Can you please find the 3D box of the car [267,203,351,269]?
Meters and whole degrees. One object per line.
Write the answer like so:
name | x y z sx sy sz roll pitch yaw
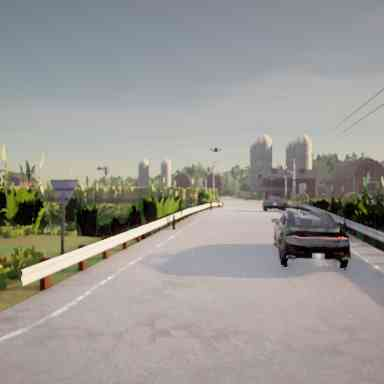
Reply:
car | 3.711 1.349 10.850 2.128 1.511 4.902 0 1 11

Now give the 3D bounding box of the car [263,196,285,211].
car | 7.816 1.078 31.810 1.994 1.385 4.181 0 -1 10
